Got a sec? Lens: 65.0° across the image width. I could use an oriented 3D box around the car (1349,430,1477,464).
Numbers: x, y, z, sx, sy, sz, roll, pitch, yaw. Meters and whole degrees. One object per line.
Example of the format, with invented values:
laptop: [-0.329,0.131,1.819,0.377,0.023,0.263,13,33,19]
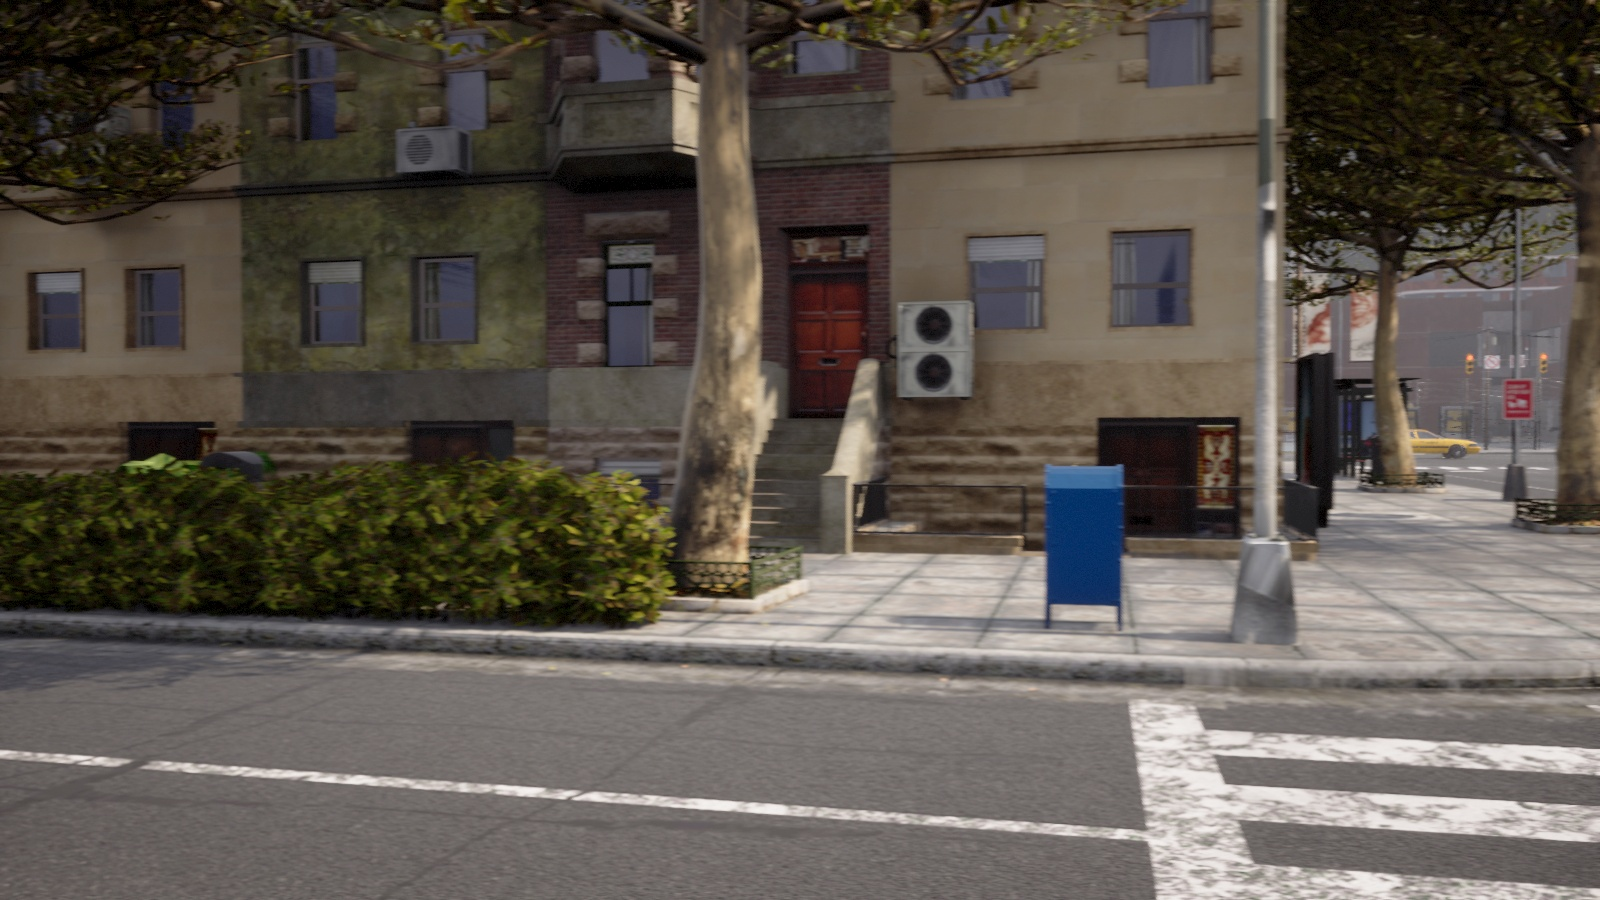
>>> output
car: [30.051,-0.159,61.679,5.366,1.575,1.801,1,1,14]
